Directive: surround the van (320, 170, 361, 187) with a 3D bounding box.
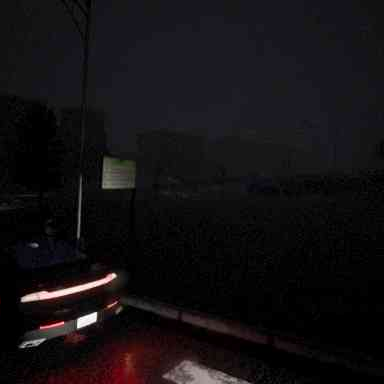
[{"bbox_3d":[20.505,-1.569,46.139,4.442,1.987,1.878,4,7,31],"label":"van"}]

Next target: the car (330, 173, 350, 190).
[{"bbox_3d":[18.029,-1.291,44.362,4.553,1.767,2.185,4,7,31],"label":"car"}]

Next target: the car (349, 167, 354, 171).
[{"bbox_3d":[36.901,-4.854,82.729,5.008,1.535,2.097,2,5,30],"label":"car"}]

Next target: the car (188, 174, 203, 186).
[{"bbox_3d":[-1.277,-1.697,50.673,4.792,1.488,2.163,2,5,29],"label":"car"}]

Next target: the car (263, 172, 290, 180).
[{"bbox_3d":[16.679,-3.206,65.835,4.792,1.488,2.163,2,5,30],"label":"car"}]

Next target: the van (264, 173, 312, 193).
[{"bbox_3d":[11.110,-0.822,38.702,4.442,1.987,1.878,4,7,31],"label":"van"}]

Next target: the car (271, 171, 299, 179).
[{"bbox_3d":[18.894,-3.424,67.737,5.008,1.535,2.097,2,5,30],"label":"car"}]

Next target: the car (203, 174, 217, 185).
[{"bbox_3d":[0.964,-2.040,52.558,4.553,1.767,2.185,2,6,30],"label":"car"}]

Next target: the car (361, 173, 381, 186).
[{"bbox_3d":[25.096,-1.724,49.954,4.892,1.521,2.231,4,7,31],"label":"car"}]

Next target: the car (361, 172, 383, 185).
[{"bbox_3d":[27.455,-1.884,51.835,4.792,1.488,2.163,4,7,31],"label":"car"}]

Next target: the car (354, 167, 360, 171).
[{"bbox_3d":[39.005,-5.021,84.686,5.366,1.575,1.946,2,5,30],"label":"car"}]

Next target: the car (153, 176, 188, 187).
[{"bbox_3d":[-3.548,-1.497,48.781,4.674,1.452,2.002,2,5,29],"label":"car"}]

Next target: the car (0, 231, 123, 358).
[{"bbox_3d":[-3.359,1.456,5.844,4.902,1.511,2.128,1,1,36],"label":"car"}]

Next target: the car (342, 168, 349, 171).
[{"bbox_3d":[34.656,-4.692,80.851,5.008,1.535,2.097,2,6,30],"label":"car"}]

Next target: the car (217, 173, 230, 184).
[{"bbox_3d":[3.161,-2.077,54.505,4.792,1.488,2.163,2,6,30],"label":"car"}]

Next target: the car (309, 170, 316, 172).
[{"bbox_3d":[23.396,-3.796,71.482,4.892,1.521,2.231,2,6,30],"label":"car"}]

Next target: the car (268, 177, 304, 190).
[{"bbox_3d":[12.920,-1.270,45.924,1.812,1.442,4.674,-4,6,-34],"label":"car"}]

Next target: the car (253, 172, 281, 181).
[{"bbox_3d":[14.404,-3.049,63.970,5.008,1.535,2.097,2,5,30],"label":"car"}]

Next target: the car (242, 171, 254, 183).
[{"bbox_3d":[7.678,-2.485,58.300,5.008,1.535,2.097,2,5,30],"label":"car"}]

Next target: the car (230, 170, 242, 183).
[{"bbox_3d":[5.457,-2.419,56.363,4.553,1.767,2.185,2,6,30],"label":"car"}]

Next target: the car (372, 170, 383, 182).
[{"bbox_3d":[34.436,-2.736,57.512,5.566,2.045,2.435,4,7,30],"label":"car"}]

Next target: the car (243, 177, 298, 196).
[{"bbox_3d":[8.658,-0.419,36.932,5.008,1.535,2.097,4,7,31],"label":"car"}]

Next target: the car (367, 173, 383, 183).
[{"bbox_3d":[32.097,-2.295,55.644,4.892,1.521,2.231,4,7,30],"label":"car"}]

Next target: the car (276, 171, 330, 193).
[{"bbox_3d":[13.330,-1.042,40.626,5.566,2.045,2.435,4,7,31],"label":"car"}]

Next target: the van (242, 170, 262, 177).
[{"bbox_3d":[9.821,-2.901,60.227,4.442,1.987,1.878,2,6,30],"label":"van"}]

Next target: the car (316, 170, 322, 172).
[{"bbox_3d":[25.645,-3.984,73.361,5.008,1.535,2.097,2,6,30],"label":"car"}]

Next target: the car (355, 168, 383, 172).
[{"bbox_3d":[29.795,-2.354,53.699,5.566,2.045,2.435,4,7,31],"label":"car"}]

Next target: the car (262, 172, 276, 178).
[{"bbox_3d":[12.329,-2.858,61.984,5.366,1.575,1.946,2,5,30],"label":"car"}]
